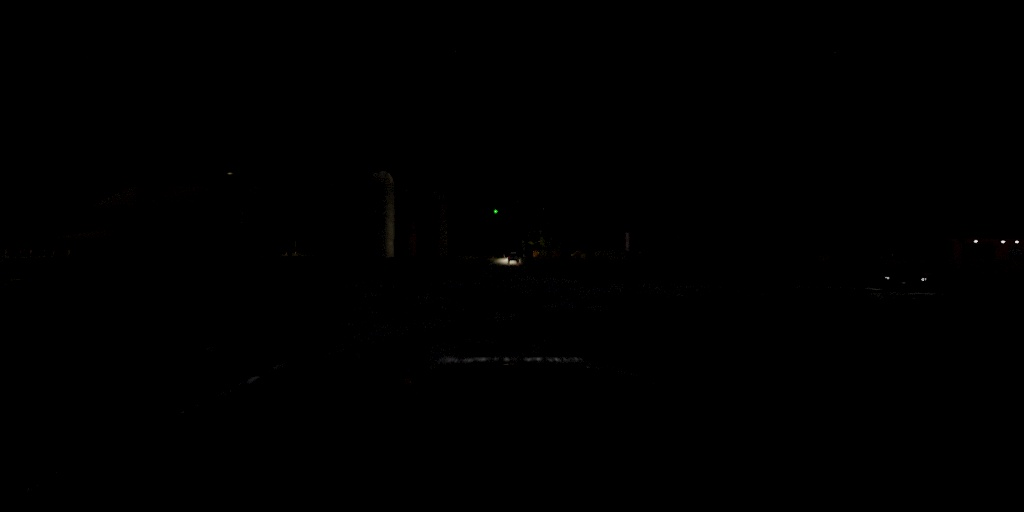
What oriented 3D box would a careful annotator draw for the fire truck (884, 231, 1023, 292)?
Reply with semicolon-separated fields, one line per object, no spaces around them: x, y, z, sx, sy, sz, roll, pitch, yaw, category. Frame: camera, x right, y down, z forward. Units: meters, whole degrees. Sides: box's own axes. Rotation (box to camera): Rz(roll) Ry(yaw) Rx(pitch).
29.937;0.368;23.522;8.468;3.827;2.891;1;-1;0;fire truck
